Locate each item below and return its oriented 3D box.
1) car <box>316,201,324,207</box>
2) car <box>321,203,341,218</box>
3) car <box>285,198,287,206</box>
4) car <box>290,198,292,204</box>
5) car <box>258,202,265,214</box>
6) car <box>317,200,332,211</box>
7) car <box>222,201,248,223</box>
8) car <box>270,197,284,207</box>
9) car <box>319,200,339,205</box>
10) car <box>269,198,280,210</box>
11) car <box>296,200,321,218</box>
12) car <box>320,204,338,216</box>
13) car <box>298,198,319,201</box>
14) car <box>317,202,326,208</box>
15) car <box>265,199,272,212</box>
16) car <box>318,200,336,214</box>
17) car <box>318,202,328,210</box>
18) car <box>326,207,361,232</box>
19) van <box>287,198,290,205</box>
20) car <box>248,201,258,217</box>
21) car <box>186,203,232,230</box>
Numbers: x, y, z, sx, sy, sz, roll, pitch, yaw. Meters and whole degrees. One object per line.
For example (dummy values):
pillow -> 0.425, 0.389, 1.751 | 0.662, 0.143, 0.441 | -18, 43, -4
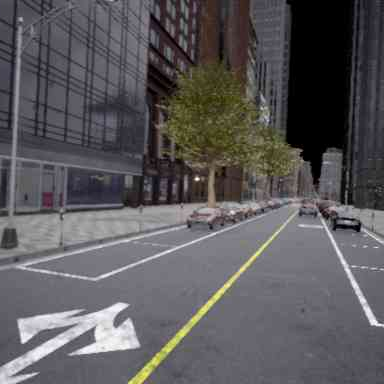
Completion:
car -> 33.677, 3.100, 87.558 | 1.887, 1.381, 4.507 | 3, 0, 20
car -> 14.728, 2.182, 34.457 | 1.887, 1.381, 4.507 | 3, 0, 20
car -> 18.082, 2.353, 69.195 | 1.802, 1.307, 4.206 | 3, 0, 20
car -> 23.772, 2.504, 85.128 | 1.967, 1.590, 4.097 | 3, 0, 20
car -> 6.656, 1.767, 37.170 | 1.752, 1.417, 4.829 | 3, 0, 20
car -> 24.216, 2.389, 61.008 | 2.192, 1.841, 5.009 | 3, 0, 20
car -> 2.926, 1.517, 26.708 | 1.967, 1.590, 4.097 | 3, 0, 20
car -> 14.305, 1.909, 58.574 | 2.192, 1.841, 5.009 | 3, 0, 20
car -> 16.635, 2.038, 39.767 | 2.192, 1.841, 5.009 | 3, 0, 20
car -> 12.398, 2.051, 53.263 | 1.887, 1.381, 4.507 | 3, 0, 20
car -> 13.231, 2.052, 37.893 | 2.128, 1.511, 4.902 | 3, 0, 20
car -> 18.517, 2.376, 45.077 | 1.947, 1.339, 4.313 | 3, 0, 20
car -> 16.632, 1.938, 47.381 | 2.150, 2.045, 5.566 | 3, 0, 20
car -> 29.885, 2.939, 76.937 | 1.802, 1.307, 4.206 | 3, 0, 20
car -> 8.606, 1.897, 42.642 | 1.947, 1.339, 4.313 | 3, 0, 20
car -> 20.425, 2.214, 50.387 | 2.192, 1.841, 5.009 | 3, 0, 20
car -> 26.157, 2.692, 66.477 | 1.752, 1.417, 4.829 | 3, 0, 20
car -> 10.937, 2.035, 23.836 | 1.947, 1.339, 4.313 | 3, 0, 20
van -> 21.882, 2.306, 79.817 | 1.690, 1.788, 3.998 | 3, 0, 20
car -> 4.815, 1.742, 32.020 | 1.802, 1.307, 4.206 | 3, 0, 20
car -> 1.024, 1.577, 21.399 | 1.802, 1.307, 4.206 | 3, 0, 20
